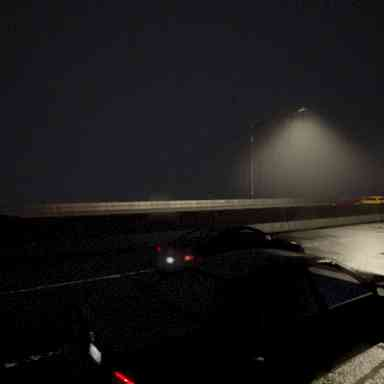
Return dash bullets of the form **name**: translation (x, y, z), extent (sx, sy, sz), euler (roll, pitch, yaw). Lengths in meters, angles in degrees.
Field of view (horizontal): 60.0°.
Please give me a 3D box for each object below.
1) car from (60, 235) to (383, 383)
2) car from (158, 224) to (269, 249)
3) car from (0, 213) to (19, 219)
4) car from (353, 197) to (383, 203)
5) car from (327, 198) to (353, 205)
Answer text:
- **car**: translation (1.136, 1.536, 4.559), extent (5.357, 1.411, 2.033), euler (0, 0, -36)
- **car**: translation (1.123, 1.545, 8.846), extent (4.181, 1.385, 1.994), euler (0, 0, -35)
- **car**: translation (-9.952, 1.491, 14.091), extent (4.902, 1.511, 2.128), euler (0, 0, -35)
- **car**: translation (22.802, 1.341, 41.726), extent (5.008, 1.535, 1.882), euler (0, 0, -35)
- **car**: translation (20.055, 1.467, 44.069), extent (4.718, 1.301, 1.895), euler (0, 0, -35)
